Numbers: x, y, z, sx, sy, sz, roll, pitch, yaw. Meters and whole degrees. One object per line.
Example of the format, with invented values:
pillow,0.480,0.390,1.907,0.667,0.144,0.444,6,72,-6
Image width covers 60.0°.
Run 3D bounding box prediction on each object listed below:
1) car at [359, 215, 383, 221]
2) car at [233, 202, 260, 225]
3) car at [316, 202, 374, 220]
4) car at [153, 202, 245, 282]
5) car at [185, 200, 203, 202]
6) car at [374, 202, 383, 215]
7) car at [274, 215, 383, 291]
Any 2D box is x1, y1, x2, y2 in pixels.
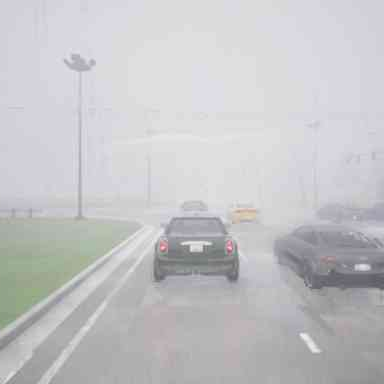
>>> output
car,7.110,1.590,9.720,1.895,1.301,4.718,0,0,0
car,3.629,1.450,24.037,1.882,1.535,5.008,0,0,0
car,10.630,1.465,24.154,2.128,1.511,4.902,0,0,0
car,0.109,1.340,9.918,2.097,1.767,4.553,0,0,0
car,0.128,1.323,23.970,2.097,1.767,4.553,0,0,0
car,14.129,1.451,23.797,1.882,1.535,5.008,0,0,0
car,3.606,1.554,9.030,1.994,1.385,4.181,0,0,0
